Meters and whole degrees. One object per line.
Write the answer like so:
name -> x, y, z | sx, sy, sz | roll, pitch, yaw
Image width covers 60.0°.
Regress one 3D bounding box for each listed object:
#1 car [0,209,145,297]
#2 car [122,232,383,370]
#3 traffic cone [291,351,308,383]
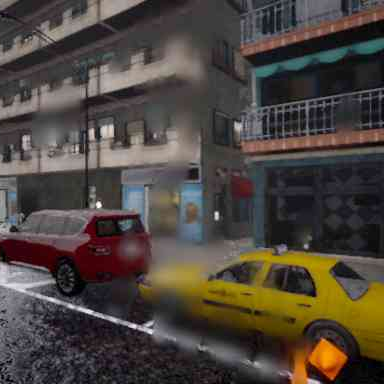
car -> -3.293, 1.356, 8.721 | 5.009, 1.841, 2.192 | 0, -1, 35
car -> 1.225, 1.574, 5.600 | 4.829, 1.417, 1.752 | 0, -1, 35
traffic cone -> 1.142, 1.990, 3.532 | 0.340, 0.580, 0.340 | 0, 0, 34
